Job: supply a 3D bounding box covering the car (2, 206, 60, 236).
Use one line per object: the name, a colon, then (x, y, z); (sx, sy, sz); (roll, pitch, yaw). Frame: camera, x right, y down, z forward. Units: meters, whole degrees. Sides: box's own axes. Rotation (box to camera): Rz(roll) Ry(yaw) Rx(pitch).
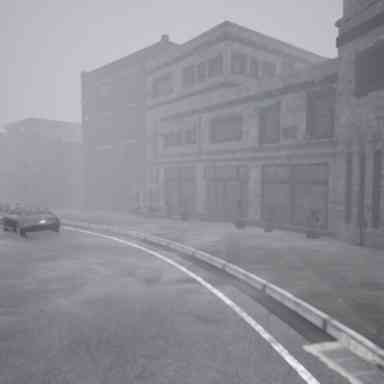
car: (-8.757, 1.447, 17.935); (1.994, 1.385, 4.181); (-3, 2, -43)
